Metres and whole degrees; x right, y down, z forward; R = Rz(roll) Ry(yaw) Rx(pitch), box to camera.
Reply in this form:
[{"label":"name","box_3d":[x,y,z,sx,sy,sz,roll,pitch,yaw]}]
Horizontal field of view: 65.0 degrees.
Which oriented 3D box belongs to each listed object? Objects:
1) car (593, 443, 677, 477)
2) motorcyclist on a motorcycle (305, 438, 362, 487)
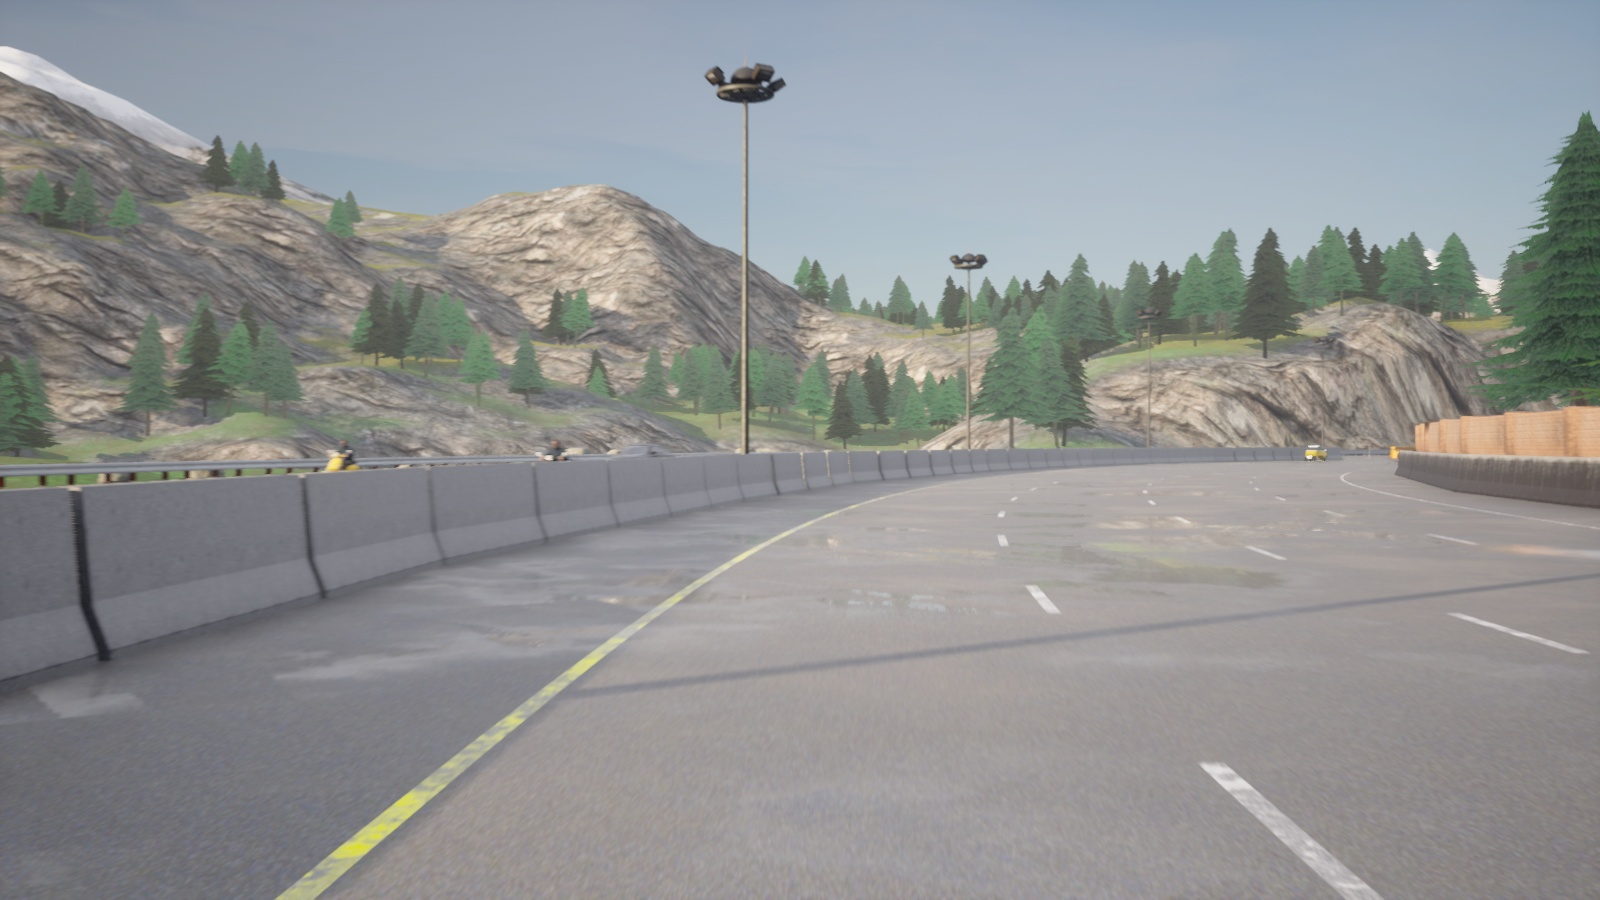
[{"label":"car","box_3d":[-7.433,0.428,57.027,1.812,1.442,4.674,0,0,20]},{"label":"motorcyclist on a motorcycle","box_3d":[-15.612,0.412,42.073,0.866,1.590,1.817,1,1,14]}]
